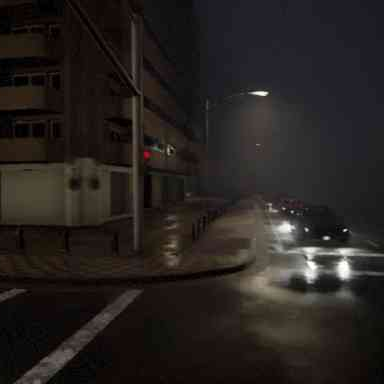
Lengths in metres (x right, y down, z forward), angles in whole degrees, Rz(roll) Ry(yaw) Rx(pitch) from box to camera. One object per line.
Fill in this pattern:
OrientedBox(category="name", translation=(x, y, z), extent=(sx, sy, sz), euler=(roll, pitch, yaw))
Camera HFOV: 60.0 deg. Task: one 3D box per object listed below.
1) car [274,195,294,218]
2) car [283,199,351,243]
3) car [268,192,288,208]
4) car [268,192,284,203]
OrientedBox(category="car", translation=(7.305, 1.151, 24.379), extent=(1.895, 1.301, 4.718), euler=(0, 1, 11))
OrientedBox(category="car", translation=(5.505, 1.281, 15.013), extent=(2.033, 1.411, 5.357), euler=(0, 1, 11))
OrientedBox(category="car", translation=(9.278, 0.826, 34.633), extent=(1.882, 1.535, 5.008), euler=(0, 1, 11))
OrientedBox(category="car", translation=(11.490, 0.727, 45.935), extent=(1.895, 1.301, 4.718), euler=(0, 1, 11))
